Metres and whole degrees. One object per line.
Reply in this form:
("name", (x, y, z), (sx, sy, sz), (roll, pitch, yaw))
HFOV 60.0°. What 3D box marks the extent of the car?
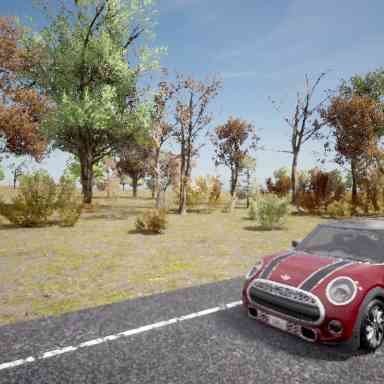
("car", (3.082, 1.353, 6.305), (4.553, 1.767, 2.097), (0, 0, -36))
